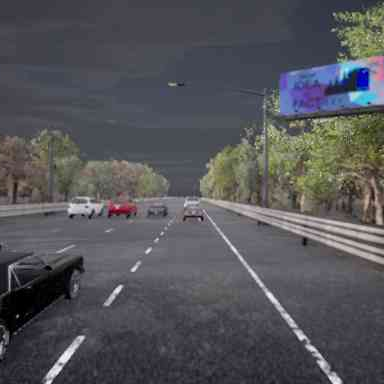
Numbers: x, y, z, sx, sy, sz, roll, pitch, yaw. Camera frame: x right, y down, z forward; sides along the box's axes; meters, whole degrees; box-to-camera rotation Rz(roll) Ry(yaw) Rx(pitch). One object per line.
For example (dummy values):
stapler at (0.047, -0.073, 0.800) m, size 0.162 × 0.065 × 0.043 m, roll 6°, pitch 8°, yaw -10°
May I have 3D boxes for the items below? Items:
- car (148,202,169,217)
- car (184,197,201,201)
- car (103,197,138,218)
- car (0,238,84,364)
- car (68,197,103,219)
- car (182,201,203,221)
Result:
car at (-3.500, 1.831, 35.313) m, size 2.128 × 1.511 × 4.902 m, roll 0°, pitch 0°, yaw 0°
car at (0.057, 1.672, 45.997) m, size 2.150 × 2.045 × 5.566 m, roll 0°, pitch -1°, yaw 0°
car at (-7.014, 1.549, 33.969) m, size 2.150 × 2.045 × 5.566 m, roll 0°, pitch 0°, yaw 0°
car at (-3.413, 1.655, 5.639) m, size 1.895 × 1.301 × 4.718 m, roll 0°, pitch -1°, yaw 0°
car at (-10.519, 1.542, 33.300) m, size 2.150 × 2.045 × 5.566 m, roll 0°, pitch 0°, yaw 0°
car at (0.083, 1.841, 30.836) m, size 2.033 × 1.411 × 5.357 m, roll 0°, pitch -1°, yaw -1°
